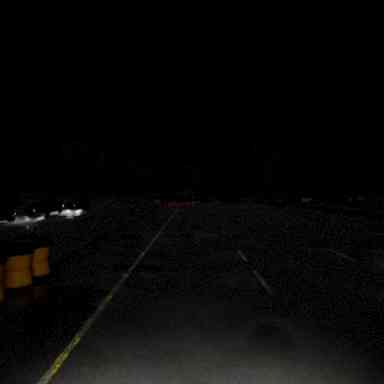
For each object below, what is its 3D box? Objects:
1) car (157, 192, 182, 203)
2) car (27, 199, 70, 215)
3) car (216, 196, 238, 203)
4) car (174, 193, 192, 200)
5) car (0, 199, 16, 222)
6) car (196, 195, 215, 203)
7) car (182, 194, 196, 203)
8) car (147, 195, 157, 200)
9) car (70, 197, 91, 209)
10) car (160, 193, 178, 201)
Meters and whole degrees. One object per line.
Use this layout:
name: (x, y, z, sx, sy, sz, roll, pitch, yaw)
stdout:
car: (-4.273, 1.043, 63.248, 2.150, 2.045, 5.566, 0, 0, -22)
car: (-14.037, 1.399, 32.086, 2.128, 1.511, 4.902, 0, 0, 1)
car: (6.897, 1.370, 62.693, 2.033, 1.411, 5.357, 0, 0, -18)
car: (-2.064, 1.093, 76.151, 1.882, 1.535, 5.008, 0, 0, -30)
car: (-14.083, 1.286, 22.697, 2.097, 1.767, 4.553, 0, 0, 0)
car: (1.984, 1.360, 66.511, 2.033, 1.411, 5.357, 0, 0, -22)
car: (-1.331, 1.341, 65.385, 1.812, 1.442, 4.674, 0, 0, -22)
car: (-8.376, 1.220, 73.119, 1.895, 1.301, 4.718, 0, 0, -30)
car: (-14.213, 1.371, 42.395, 2.128, 1.511, 4.902, 0, 0, -3)
car: (-5.213, 1.098, 74.622, 1.882, 1.535, 5.008, 0, 0, -30)
